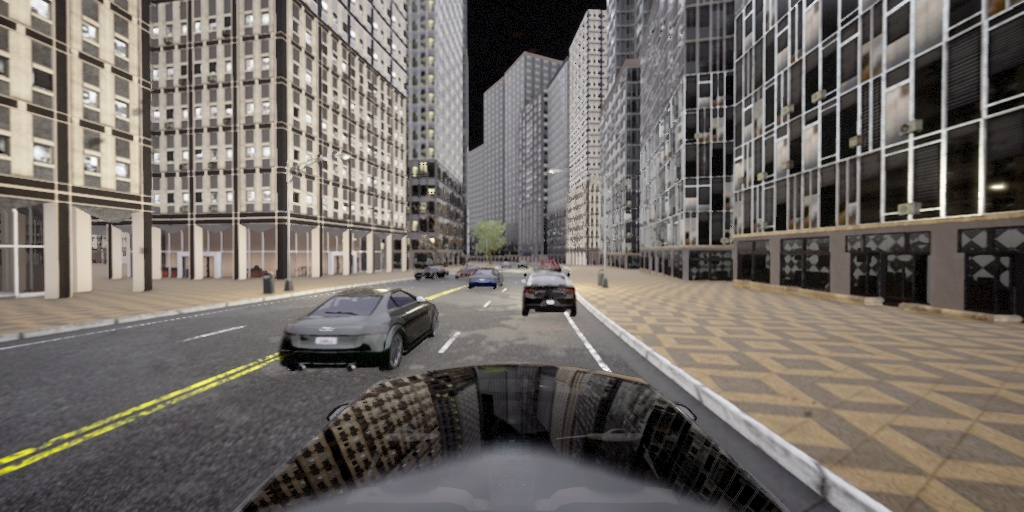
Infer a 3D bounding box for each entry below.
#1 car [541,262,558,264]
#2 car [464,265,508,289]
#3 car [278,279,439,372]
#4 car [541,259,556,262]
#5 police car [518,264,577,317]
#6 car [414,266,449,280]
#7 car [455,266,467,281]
[{"bbox_3d":[2.843,1.500,29.491,1.882,1.535,5.008,0,-1,7],"label":"car"},{"bbox_3d":[-1.735,1.536,25.277,1.994,1.385,4.181,0,-1,6],"label":"car"},{"bbox_3d":[-2.959,1.371,7.840,1.994,1.385,4.181,0,-1,2],"label":"car"},{"bbox_3d":[4.944,1.418,48.039,2.150,2.045,5.566,0,0,10],"label":"car"},{"bbox_3d":[1.382,1.296,14.067,1.930,1.638,5.238,0,-1,3],"label":"police car"},{"bbox_3d":[-7.470,1.633,33.601,1.895,1.301,4.718,0,0,8],"label":"car"},{"bbox_3d":[-4.050,1.612,34.451,1.994,1.385,4.181,0,-1,8],"label":"car"}]
